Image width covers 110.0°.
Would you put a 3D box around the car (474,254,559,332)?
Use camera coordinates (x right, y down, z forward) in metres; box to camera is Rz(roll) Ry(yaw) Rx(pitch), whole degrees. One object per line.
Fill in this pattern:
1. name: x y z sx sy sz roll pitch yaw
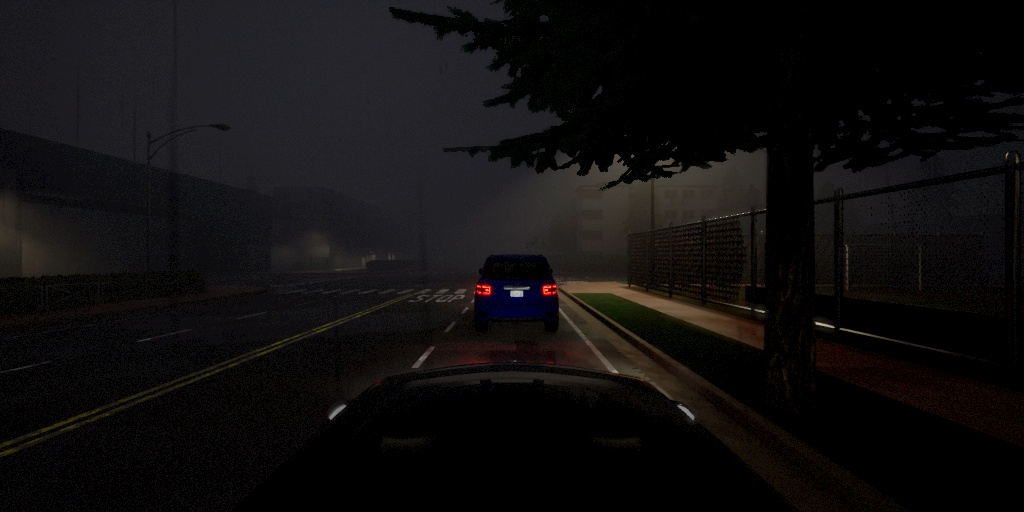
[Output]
1. car: 0.119 0.972 11.021 2.150 2.045 5.566 0 0 0

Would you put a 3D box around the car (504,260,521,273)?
1. car: 0.048 1.241 45.295 2.128 1.511 4.902 0 0 0
